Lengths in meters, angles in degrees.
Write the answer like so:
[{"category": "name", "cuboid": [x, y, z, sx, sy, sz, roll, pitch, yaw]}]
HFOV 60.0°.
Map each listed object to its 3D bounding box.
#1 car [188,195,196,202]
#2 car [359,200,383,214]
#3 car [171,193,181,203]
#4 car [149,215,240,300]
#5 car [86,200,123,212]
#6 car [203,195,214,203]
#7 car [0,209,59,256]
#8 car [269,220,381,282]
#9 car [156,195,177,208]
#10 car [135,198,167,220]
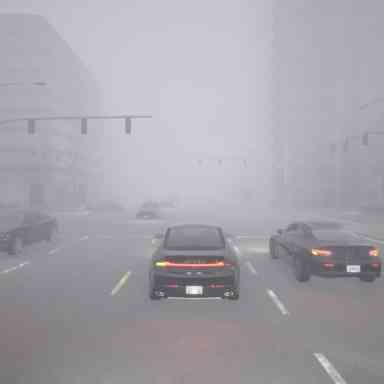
[{"category": "car", "cuboid": [0.009, 1.363, 73.874, 2.128, 1.511, 4.902, 0, 0, 0]}, {"category": "car", "cuboid": [20.850, 1.547, 35.482, 5.357, 1.411, 2.033, 0, 0, 1]}, {"category": "car", "cuboid": [-3.501, 1.223, 68.287, 2.150, 2.045, 5.566, 0, 0, 0]}, {"category": "car", "cuboid": [0.059, 1.505, 8.366, 1.837, 1.490, 4.892, 0, 0, 0]}, {"category": "car", "cuboid": [-10.068, 1.563, 38.351, 1.994, 1.385, 4.181, 1, 0, 44]}, {"category": "car", "cuboid": [3.551, 1.501, 71.109, 1.837, 1.490, 4.892, 0, 0, 0]}, {"category": "car", "cuboid": [-7.098, 1.477, 13.405, 1.882, 1.535, 5.008, 0, 0, 0]}, {"category": "car", "cuboid": [3.565, 1.526, 9.622, 1.812, 1.442, 4.674, 0, 0, 0]}, {"category": "car", "cuboid": [-3.592, 1.563, 47.259, 1.994, 1.385, 4.181, 0, 0, 0]}, {"category": "car", "cuboid": [-3.596, 1.547, 28.855, 2.033, 1.411, 5.357, 0, 0, 0]}]
